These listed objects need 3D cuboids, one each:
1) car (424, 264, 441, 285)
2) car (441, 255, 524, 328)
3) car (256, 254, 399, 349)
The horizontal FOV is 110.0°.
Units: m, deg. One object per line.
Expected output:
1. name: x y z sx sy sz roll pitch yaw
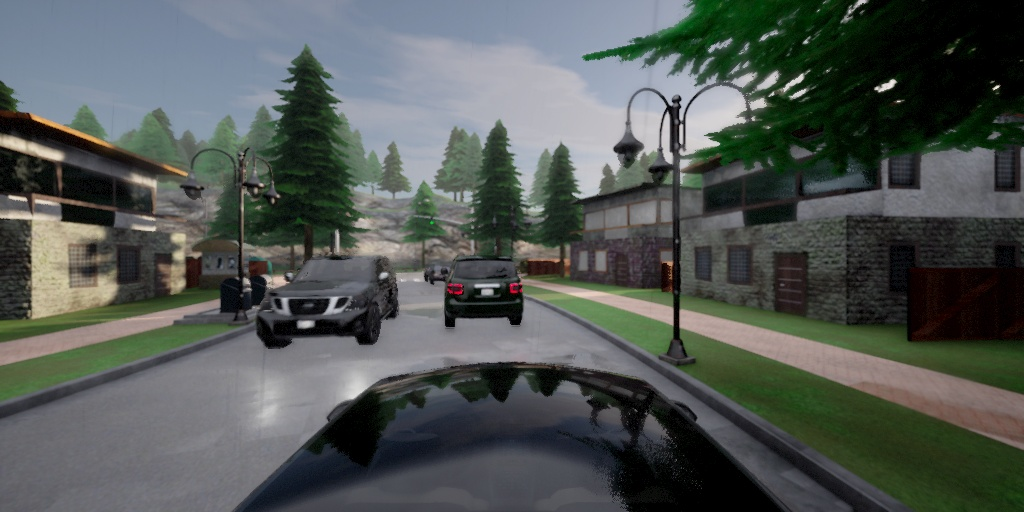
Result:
1. car: -5.352 1.299 26.525 2.033 1.411 5.357 0 0 -20
2. car: -1.081 0.975 11.596 2.150 2.045 5.566 0 0 -10
3. car: -4.449 0.973 9.671 2.150 2.045 5.566 0 0 -10
